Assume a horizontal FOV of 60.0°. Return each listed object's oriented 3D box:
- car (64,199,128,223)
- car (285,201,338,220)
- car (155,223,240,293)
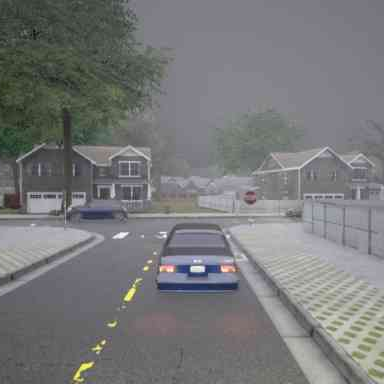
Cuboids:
[{"bbox_3d":[-7.063,1.292,24.740,4.553,1.767,2.097,0,0,-12],"label":"car"},{"bbox_3d":[10.363,1.542,28.355,4.892,1.490,1.837,0,0,-12],"label":"car"},{"bbox_3d":[0.122,1.546,8.982,2.033,1.411,5.357,0,0,0],"label":"car"}]
